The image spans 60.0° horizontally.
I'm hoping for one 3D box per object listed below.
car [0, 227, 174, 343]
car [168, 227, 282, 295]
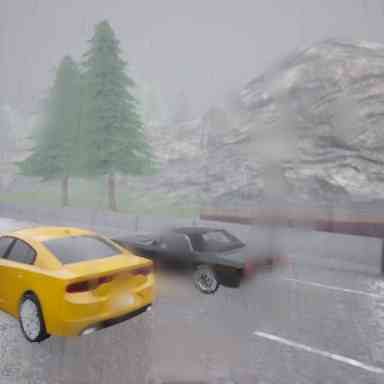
[{"bbox_3d":[-2.907,1.429,6.485,5.008,1.535,1.882,1,0,38],"label":"car"},{"bbox_3d":[-0.220,1.587,8.793,4.718,1.301,1.895,1,0,38],"label":"car"}]
